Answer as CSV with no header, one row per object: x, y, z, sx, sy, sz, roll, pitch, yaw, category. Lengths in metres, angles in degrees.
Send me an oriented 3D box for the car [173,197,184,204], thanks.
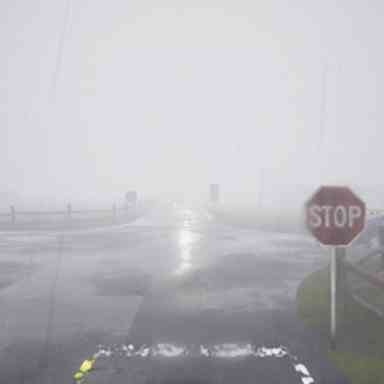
-2.593,1.645,65.720,1.994,1.385,4.181,0,0,0,car

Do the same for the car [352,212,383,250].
8.601,1.602,13.863,5.008,1.535,1.882,1,-1,-1,car
